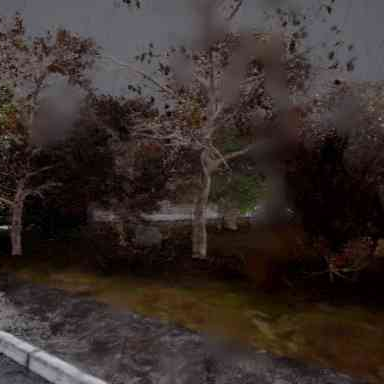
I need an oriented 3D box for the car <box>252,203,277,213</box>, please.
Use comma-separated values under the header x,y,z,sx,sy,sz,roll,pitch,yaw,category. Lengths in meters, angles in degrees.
x,y,z,sx,sy,sz,roll,pitch,yaw,category
9.678,2.025,43.477,4.902,1.511,2.128,2,3,-43,car
